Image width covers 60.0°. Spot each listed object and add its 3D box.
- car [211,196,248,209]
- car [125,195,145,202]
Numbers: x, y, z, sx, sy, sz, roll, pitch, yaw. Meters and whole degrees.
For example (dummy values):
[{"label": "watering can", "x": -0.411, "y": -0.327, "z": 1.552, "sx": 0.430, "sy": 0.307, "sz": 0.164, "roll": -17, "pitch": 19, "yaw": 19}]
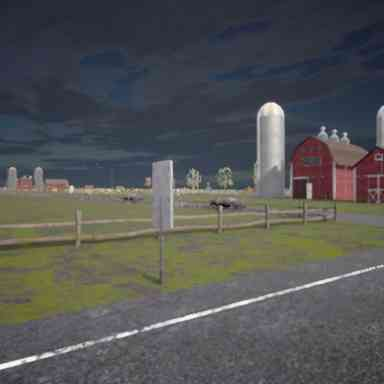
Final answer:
[{"label": "car", "x": 4.322, "y": 1.259, "z": 38.692, "sx": 1.882, "sy": 1.535, "sz": 5.008, "roll": 0, "pitch": 1, "yaw": -36}, {"label": "car", "x": -10.046, "y": 1.145, "z": 58.714, "sx": 1.895, "sy": 1.301, "sz": 4.718, "roll": 0, "pitch": 1, "yaw": -35}]
